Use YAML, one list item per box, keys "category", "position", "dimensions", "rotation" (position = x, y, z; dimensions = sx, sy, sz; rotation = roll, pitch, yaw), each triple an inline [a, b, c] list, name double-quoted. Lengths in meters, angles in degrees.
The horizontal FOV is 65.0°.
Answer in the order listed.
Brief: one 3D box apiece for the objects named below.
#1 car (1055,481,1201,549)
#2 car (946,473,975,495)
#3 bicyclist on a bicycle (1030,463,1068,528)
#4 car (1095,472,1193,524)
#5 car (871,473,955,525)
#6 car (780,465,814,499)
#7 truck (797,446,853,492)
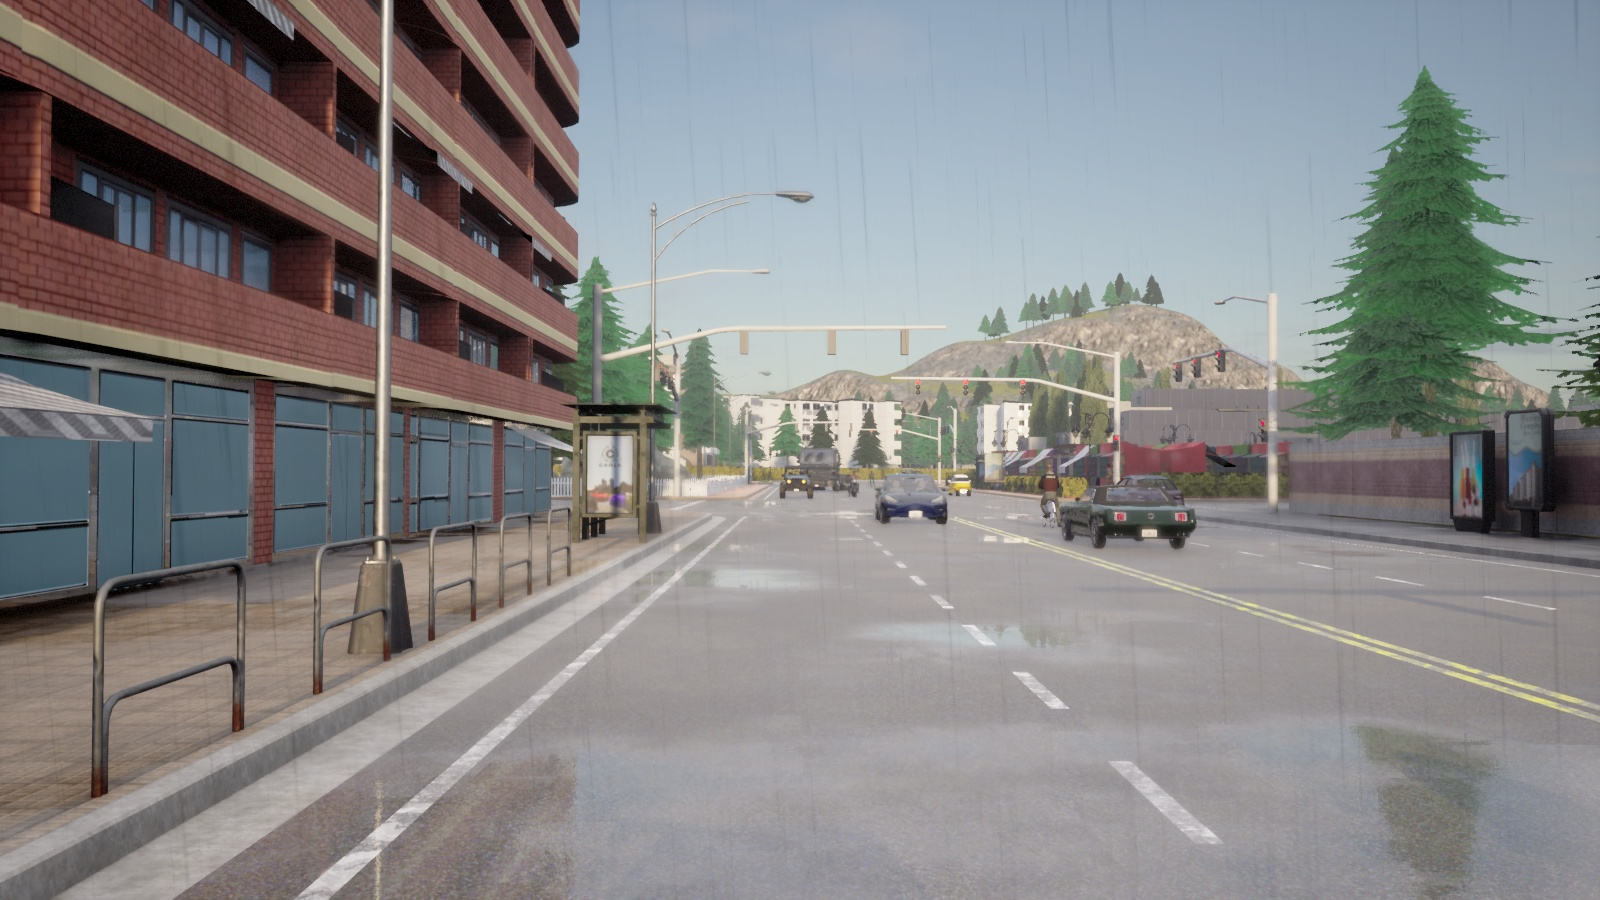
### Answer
- category: "car"
  position: [6.929, 1.340, 27.048]
  dimensions: [1.895, 1.301, 4.718]
  rotation: [0, -1, 0]
- category: "car"
  position: [10.233, 2.170, 80.110]
  dimensions: [1.481, 1.376, 2.207]
  rotation: [0, -1, -3]
- category: "bicyclist on a bicycle"
  position: [6.908, 1.242, 34.922]
  dimensions: [0.659, 1.776, 1.843]
  rotation: [0, -1, 0]
- category: "car"
  position: [10.400, 1.428, 38.265]
  dimensions: [1.816, 1.474, 4.193]
  rotation: [0, -1, 0]
- category: "car"
  position: [3.381, 1.446, 38.534]
  dimensions: [2.163, 1.488, 4.792]
  rotation: [0, -1, 0]
- category: "car"
  position: [-0.188, 1.817, 72.000]
  dimensions: [1.905, 1.878, 3.866]
  rotation: [0, -1, 0]
- category: "truck"
  position: [2.062, 1.471, 98.304]
  dimensions: [2.891, 3.462, 7.936]
  rotation: [0, -1, 12]
